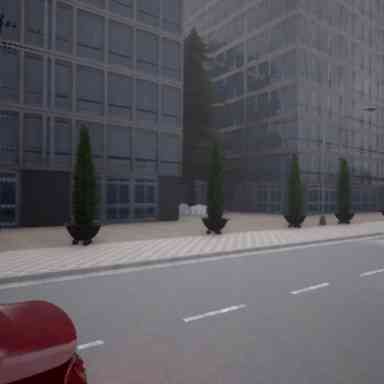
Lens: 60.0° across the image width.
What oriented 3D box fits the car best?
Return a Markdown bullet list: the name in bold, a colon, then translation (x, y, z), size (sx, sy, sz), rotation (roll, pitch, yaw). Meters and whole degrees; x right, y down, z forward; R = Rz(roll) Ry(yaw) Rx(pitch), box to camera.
- **car**: translation (-3.152, 1.456, 1.738), size (5.008, 1.535, 1.882), rotation (1, -1, -36)
